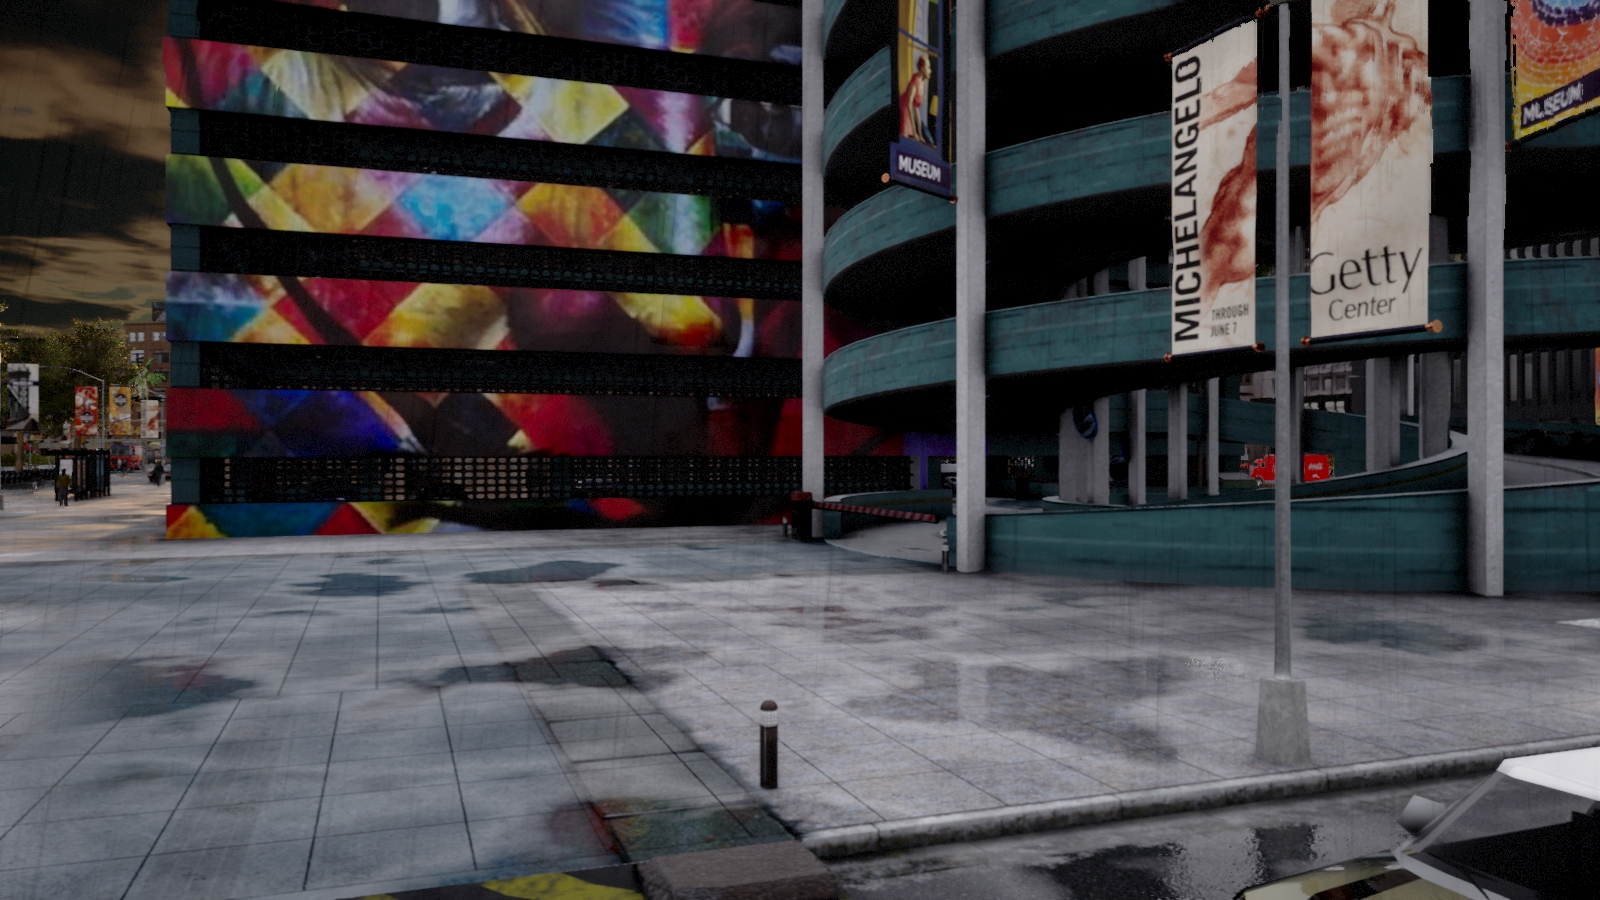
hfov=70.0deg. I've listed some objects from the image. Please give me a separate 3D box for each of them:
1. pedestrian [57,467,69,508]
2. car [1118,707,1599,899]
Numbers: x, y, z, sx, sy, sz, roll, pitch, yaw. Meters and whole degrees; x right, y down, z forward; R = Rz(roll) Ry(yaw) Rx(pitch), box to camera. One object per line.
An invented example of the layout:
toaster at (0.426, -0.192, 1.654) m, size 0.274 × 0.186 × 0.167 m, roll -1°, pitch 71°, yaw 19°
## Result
pedestrian at (-33.819, 1.700, 52.458) m, size 0.375 × 1.860 × 0.375 m, roll 0°, pitch 0°, yaw -19°
car at (3.475, 2.063, 4.591) m, size 3.806 × 1.475 × 1.970 m, roll 0°, pitch 0°, yaw -20°
